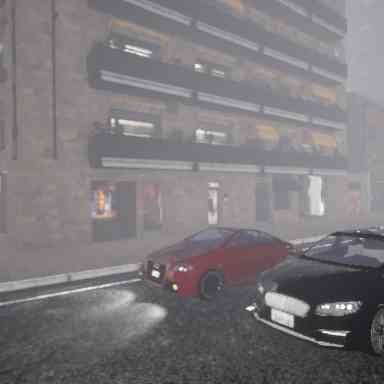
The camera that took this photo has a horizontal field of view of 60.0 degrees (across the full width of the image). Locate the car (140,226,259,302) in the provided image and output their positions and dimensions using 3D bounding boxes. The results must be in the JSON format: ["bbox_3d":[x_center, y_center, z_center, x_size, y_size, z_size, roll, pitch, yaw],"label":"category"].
[{"bbox_3d":[0.815,1.571,8.374,4.181,1.385,1.994,0,0,-37],"label":"car"}]

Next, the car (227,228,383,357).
[{"bbox_3d":[3.218,1.481,6.110,4.902,1.511,2.128,0,0,-37],"label":"car"}]
